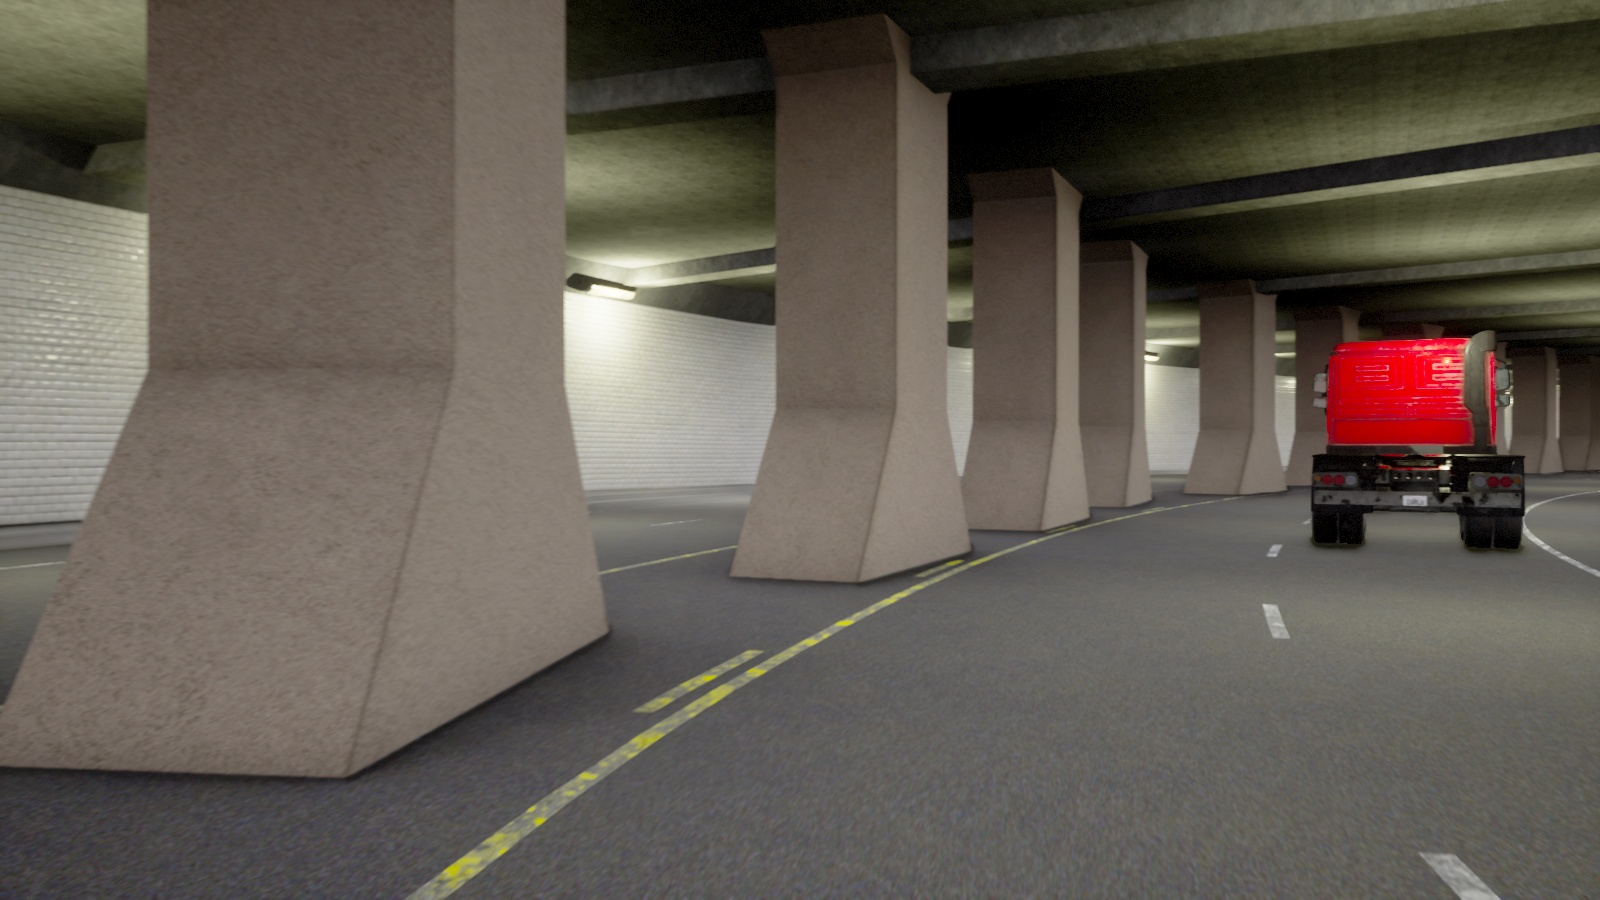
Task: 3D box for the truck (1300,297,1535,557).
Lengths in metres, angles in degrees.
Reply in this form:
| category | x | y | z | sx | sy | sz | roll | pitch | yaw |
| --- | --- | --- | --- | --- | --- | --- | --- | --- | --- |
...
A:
| category | x | y | z | sx | sy | sz | roll | pitch | yaw |
| --- | --- | --- | --- | --- | --- | --- | --- | --- | --- |
| truck | 10.149 | -0.333 | 20.914 | 2.891 | 3.462 | 7.936 | 0 | 0 | 25 |
